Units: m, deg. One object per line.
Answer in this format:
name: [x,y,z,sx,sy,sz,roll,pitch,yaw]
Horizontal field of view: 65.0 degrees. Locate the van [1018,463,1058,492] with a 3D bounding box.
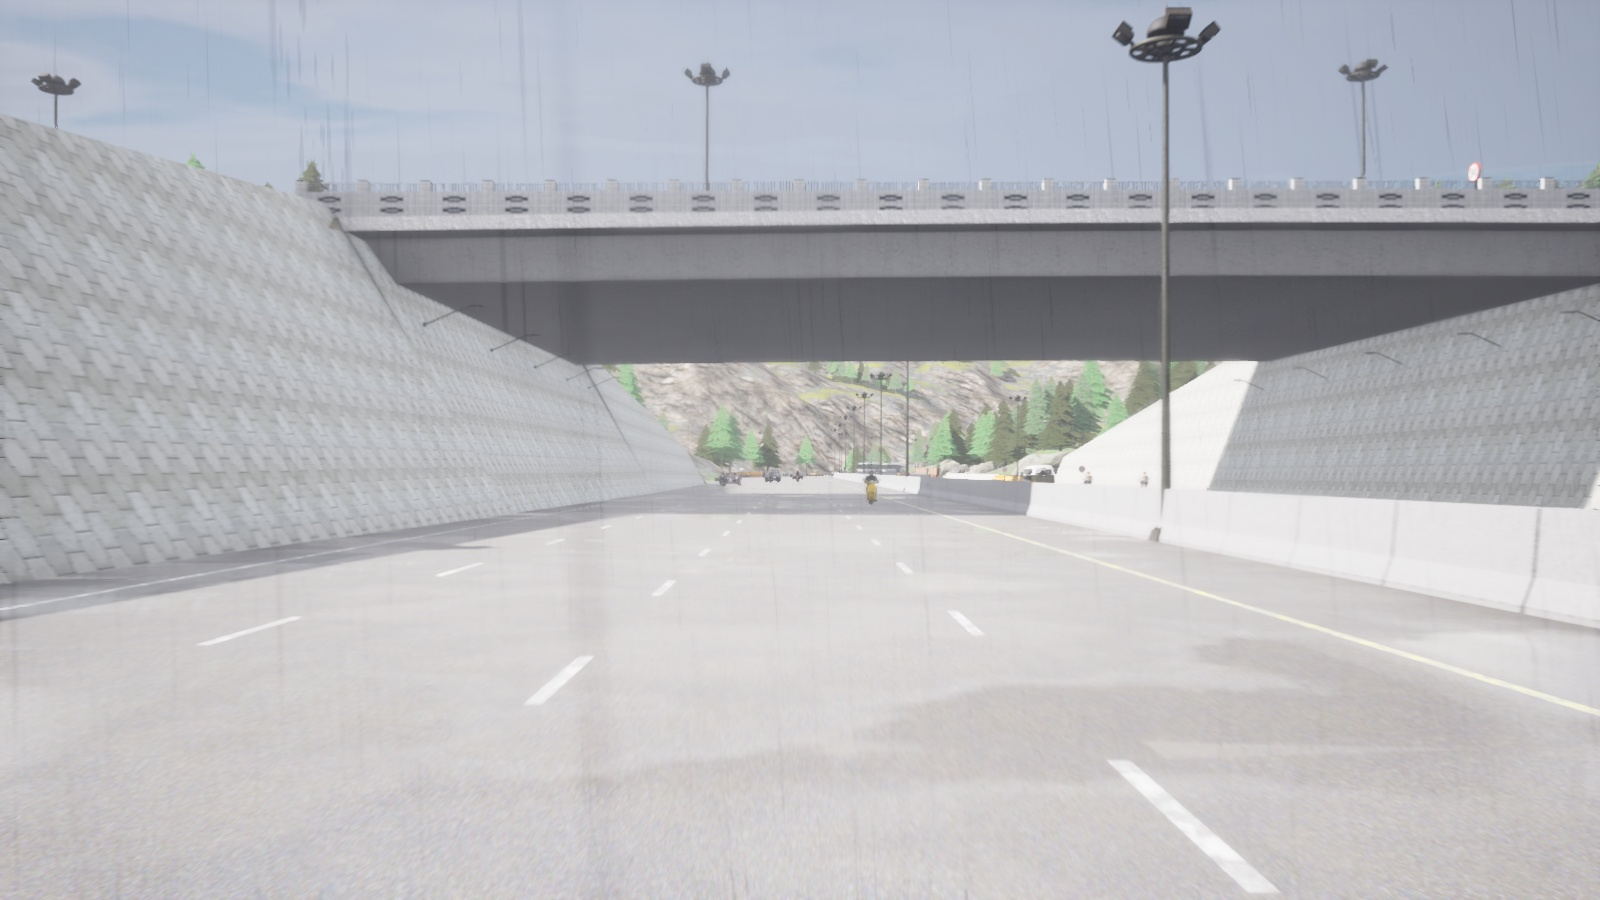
van: [17.305,1.994,91.545,2.069,2.038,4.480,0,-1,0]

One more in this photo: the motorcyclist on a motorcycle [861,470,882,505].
motorcyclist on a motorcycle: [3.357,1.736,58.824,0.866,1.590,1.817,0,-1,0]
